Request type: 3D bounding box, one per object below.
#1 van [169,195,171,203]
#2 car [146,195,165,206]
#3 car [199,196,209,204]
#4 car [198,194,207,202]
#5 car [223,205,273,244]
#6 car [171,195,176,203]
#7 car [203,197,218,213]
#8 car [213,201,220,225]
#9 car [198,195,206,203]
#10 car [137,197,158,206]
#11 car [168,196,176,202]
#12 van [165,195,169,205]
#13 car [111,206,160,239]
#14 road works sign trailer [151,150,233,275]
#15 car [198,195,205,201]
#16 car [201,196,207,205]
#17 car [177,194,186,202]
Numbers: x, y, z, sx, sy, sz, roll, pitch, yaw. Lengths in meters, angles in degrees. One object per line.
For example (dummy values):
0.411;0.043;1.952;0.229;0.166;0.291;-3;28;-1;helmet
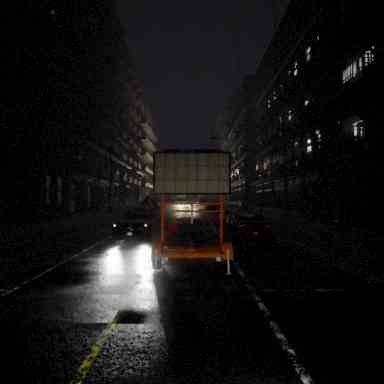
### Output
-5.270;1.476;60.119;1.690;1.788;3.998;1;0;0;van
-5.274;1.395;43.529;2.192;1.841;5.009;2;0;0;car
2.619;1.621;71.116;1.967;1.590;4.097;1;0;0;car
2.584;1.545;82.178;2.192;1.841;5.009;1;0;0;car
2.590;1.562;15.808;1.887;1.381;4.507;1;0;0;car
-5.265;1.496;71.180;2.192;1.841;5.009;1;0;0;car
2.598;1.610;37.930;1.887;1.381;4.507;1;0;0;car
2.593;1.552;21.510;1.752;1.417;4.829;1;0;0;car
2.606;1.679;60.054;1.887;1.381;4.507;1;0;0;car
-5.282;1.591;37.827;1.752;1.417;4.829;2;0;0;car
-5.266;1.824;87.771;1.947;1.339;4.313;1;0;0;car
-5.271;1.455;54.587;1.690;1.788;3.998;2;0;0;van
-2.846;1.621;17.469;1.895;1.301;4.718;0;0;0;car
0.001;0.474;10.477;2.380;3.560;2.880;0;0;0;road works sign trailer
2.585;1.728;93.241;1.967;1.590;4.097;1;0;0;car
2.599;1.631;43.462;2.008;1.369;4.403;1;0;0;car
-2.721;1.460;83.434;2.150;2.045;5.566;0;-1;0;car
